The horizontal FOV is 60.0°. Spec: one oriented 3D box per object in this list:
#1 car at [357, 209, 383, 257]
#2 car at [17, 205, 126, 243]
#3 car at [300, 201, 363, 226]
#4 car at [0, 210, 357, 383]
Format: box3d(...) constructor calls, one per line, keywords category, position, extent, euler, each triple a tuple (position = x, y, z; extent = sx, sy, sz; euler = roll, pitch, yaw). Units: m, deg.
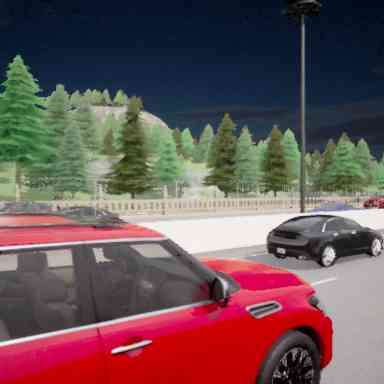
box3d(category="car", position=(4.641, 1.516, 11.354), extent=(4.892, 1.490, 1.837), euler=(0, 0, -35))
box3d(category="car", position=(-6.015, 1.510, 16.897), extent=(4.892, 1.490, 1.837), euler=(0, 0, -35))
box3d(category="car", position=(10.200, 1.501, 24.156), extent=(5.008, 1.535, 1.882), euler=(0, 0, -35))
box3d(category="car", position=(-1.080, 1.222, 2.976), extent=(5.566, 2.045, 2.150), euler=(0, 0, -35))
